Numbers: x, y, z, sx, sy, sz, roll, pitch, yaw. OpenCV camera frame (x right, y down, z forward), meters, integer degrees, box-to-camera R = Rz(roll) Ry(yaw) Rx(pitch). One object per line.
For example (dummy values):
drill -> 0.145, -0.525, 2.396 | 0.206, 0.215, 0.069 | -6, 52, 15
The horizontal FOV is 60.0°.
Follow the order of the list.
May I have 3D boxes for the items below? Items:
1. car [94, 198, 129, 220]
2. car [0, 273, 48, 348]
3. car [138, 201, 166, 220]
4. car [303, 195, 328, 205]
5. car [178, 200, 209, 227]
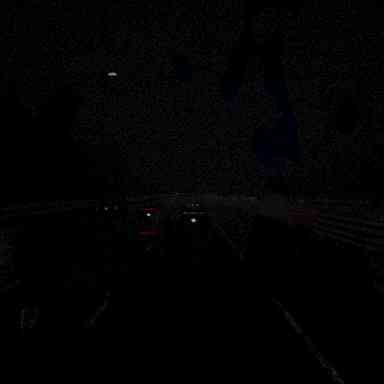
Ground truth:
car -> -6.902, 1.393, 28.925 | 2.097, 1.767, 4.553 | 0, 0, 0
car -> -3.401, 1.604, 3.602 | 1.895, 1.301, 4.718 | 0, 0, 0
car -> -3.403, 1.544, 28.514 | 1.837, 1.490, 4.892 | 0, 0, 0
car -> 25.156, 1.558, 67.807 | 2.150, 2.045, 5.566 | 0, 0, -22
car -> 0.100, 1.521, 22.862 | 2.128, 1.511, 4.902 | 0, 0, 0
